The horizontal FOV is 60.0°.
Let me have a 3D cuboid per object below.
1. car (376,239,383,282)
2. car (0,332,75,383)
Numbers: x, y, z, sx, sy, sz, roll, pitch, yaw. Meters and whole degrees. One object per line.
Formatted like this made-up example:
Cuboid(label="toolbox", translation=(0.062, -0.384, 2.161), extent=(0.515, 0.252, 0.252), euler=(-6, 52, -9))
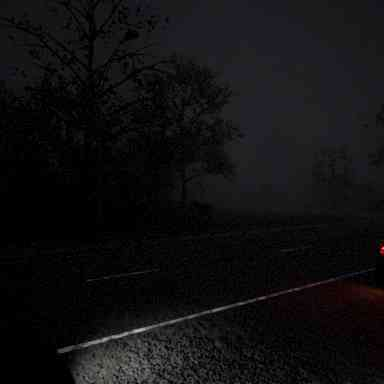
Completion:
Cuboid(label="car", translation=(6.669, 1.352, 8.374), extent=(4.553, 1.767, 2.097), euler=(0, 0, -35))
Cuboid(label="car", translation=(-3.051, 1.503, 1.544), extent=(4.892, 1.490, 1.837), euler=(0, 0, -35))
